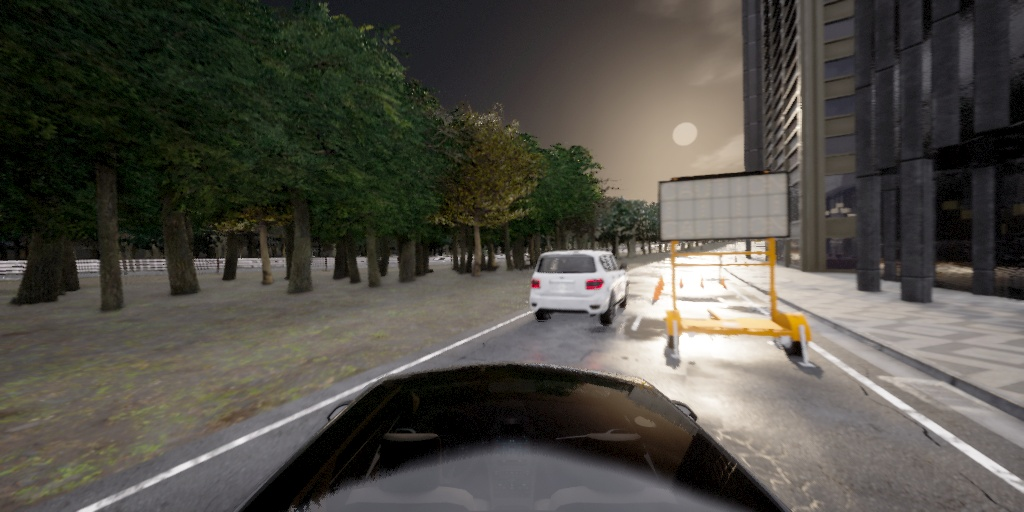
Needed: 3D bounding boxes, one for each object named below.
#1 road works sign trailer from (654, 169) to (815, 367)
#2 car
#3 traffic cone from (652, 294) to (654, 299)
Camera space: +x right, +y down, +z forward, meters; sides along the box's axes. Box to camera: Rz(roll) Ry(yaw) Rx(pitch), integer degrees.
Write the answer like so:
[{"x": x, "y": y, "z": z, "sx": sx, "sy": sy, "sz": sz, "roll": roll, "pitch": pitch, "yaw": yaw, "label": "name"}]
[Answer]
[{"x": 4.463, "y": 0.063, "z": 7.671, "sx": 2.380, "sy": 3.560, "sz": 2.880, "roll": 0, "pitch": 0, "yaw": 19, "label": "road works sign trailer"}, {"x": 2.372, "y": 0.842, "z": 11.546, "sx": 2.150, "sy": 2.045, "sz": 5.566, "roll": -1, "pitch": 0, "yaw": 24, "label": "car"}, {"x": 5.936, "y": 1.474, "z": 14.757, "sx": 0.340, "sy": 0.580, "sz": 0.340, "roll": 0, "pitch": 0, "yaw": 25, "label": "traffic cone"}]
